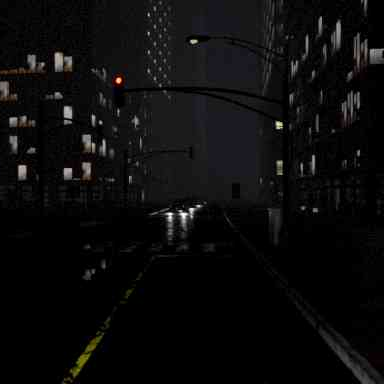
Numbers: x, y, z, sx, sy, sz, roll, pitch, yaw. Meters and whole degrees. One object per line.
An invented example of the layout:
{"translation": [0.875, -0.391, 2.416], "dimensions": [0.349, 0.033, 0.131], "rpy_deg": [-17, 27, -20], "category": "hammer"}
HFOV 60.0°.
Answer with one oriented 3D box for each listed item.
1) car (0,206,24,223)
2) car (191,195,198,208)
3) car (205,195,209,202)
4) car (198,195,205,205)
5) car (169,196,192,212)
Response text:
{"translation": [-16.444, 1.854, 28.063], "dimensions": [4.403, 1.369, 2.008], "rpy_deg": [-1, 1, 10], "category": "car"}
{"translation": [-0.632, 1.486, 46.819], "dimensions": [1.812, 1.442, 4.674], "rpy_deg": [0, 0, 6], "category": "car"}
{"translation": [2.508, 1.429, 71.652], "dimensions": [2.033, 1.411, 5.357], "rpy_deg": [0, 0, 8], "category": "car"}
{"translation": [0.554, 1.290, 57.577], "dimensions": [2.097, 1.767, 4.553], "rpy_deg": [0, 0, 7], "category": "car"}
{"translation": [-1.448, 1.499, 37.854], "dimensions": [1.812, 1.442, 4.674], "rpy_deg": [0, 0, 5], "category": "car"}
